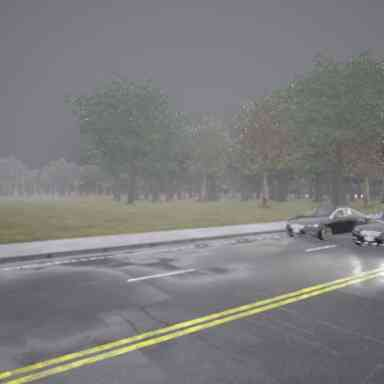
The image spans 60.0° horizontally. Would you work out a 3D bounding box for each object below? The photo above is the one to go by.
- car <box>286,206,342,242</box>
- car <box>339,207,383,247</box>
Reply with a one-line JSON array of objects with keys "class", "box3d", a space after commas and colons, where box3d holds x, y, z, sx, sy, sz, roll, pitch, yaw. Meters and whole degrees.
[{"class": "car", "box3d": [6.698, 1.471, 16.447, 4.902, 1.511, 2.128, 0, 0, -35]}, {"class": "car", "box3d": [8.587, 1.471, 13.802, 4.902, 1.511, 2.128, 0, 0, -35]}]
